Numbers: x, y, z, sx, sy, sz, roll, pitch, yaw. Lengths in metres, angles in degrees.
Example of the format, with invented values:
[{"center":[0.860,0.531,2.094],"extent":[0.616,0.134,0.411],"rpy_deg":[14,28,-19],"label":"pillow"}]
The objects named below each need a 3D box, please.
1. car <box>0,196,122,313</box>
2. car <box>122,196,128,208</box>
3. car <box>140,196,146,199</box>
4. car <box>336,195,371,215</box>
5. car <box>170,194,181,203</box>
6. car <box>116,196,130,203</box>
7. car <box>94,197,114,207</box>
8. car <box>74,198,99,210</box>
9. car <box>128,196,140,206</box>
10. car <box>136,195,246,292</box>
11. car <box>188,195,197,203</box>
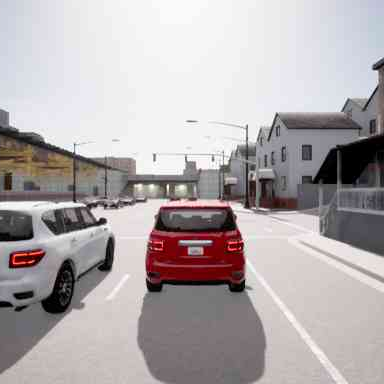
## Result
[{"center":[-3.409,1.220,7.786],"extent":[2.150,2.045,5.566],"rpy_deg":[0,0,1],"label":"car"},{"center":[-10.495,1.482,44.660],"extent":[2.128,1.511,4.902],"rpy_deg":[0,0,0],"label":"car"},{"center":[-10.339,1.534,68.521],"extent":[2.033,1.411,5.357],"rpy_deg":[0,0,0],"label":"car"},{"center":[14.228,1.051,28.743],"extent":[4.181,1.385,1.994],"rpy_deg":[-14,0,-1],"label":"car"},{"center":[-3.338,1.338,69.181],"extent":[2.097,1.767,4.553],"rpy_deg":[0,0,0],"label":"car"},{"center":[-13.853,1.491,67.163],"extent":[1.837,1.490,4.892],"rpy_deg":[0,0,0],"label":"car"},{"center":[-13.965,1.515,52.989],"extent":[1.812,1.442,4.674],"rpy_deg":[0,0,0],"label":"car"},{"center":[-13.996,1.555,44.248],"extent":[1.994,1.385,4.181],"rpy_deg":[0,0,0],"label":"car"},{"center":[-10.463,1.536,54.424],"extent":[2.033,1.411,5.357],"rpy_deg":[0,0,0],"label":"car"},{"center":[0.099,1.220,9.049],"extent":[2.150,2.045,5.566],"rpy_deg":[0,0,1],"label":"car"},{"center":[0.160,1.489,69.203],"extent":[1.837,1.490,4.892],"rpy_deg":[0,0,0],"label":"car"}]
